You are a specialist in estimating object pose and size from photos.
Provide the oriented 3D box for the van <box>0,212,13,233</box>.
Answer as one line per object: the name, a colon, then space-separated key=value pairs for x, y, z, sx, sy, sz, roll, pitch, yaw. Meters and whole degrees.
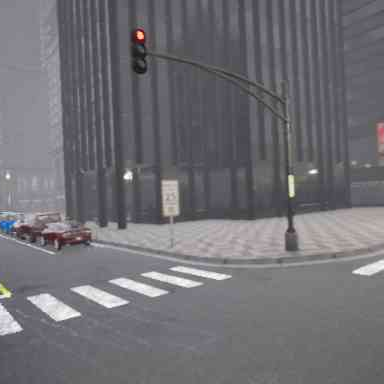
van: x=-16.464 y=2.832 z=30.563 sx=1.690 sy=1.788 sz=3.998 roll=-3 pitch=-1 yaw=-38

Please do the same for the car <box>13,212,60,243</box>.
car: x=-10.220 y=2.325 z=22.545 sx=2.192 sy=1.841 sz=5.009 roll=-3 pitch=-1 yaw=-38

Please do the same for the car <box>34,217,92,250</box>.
car: x=-7.082 y=2.313 z=18.533 sx=1.887 sy=1.381 sz=4.507 roll=-3 pitch=-1 yaw=-38

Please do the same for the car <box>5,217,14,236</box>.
car: x=-13.325 y=2.832 z=26.552 sx=1.802 sy=1.307 sz=4.206 roll=-3 pitch=-1 yaw=-38
